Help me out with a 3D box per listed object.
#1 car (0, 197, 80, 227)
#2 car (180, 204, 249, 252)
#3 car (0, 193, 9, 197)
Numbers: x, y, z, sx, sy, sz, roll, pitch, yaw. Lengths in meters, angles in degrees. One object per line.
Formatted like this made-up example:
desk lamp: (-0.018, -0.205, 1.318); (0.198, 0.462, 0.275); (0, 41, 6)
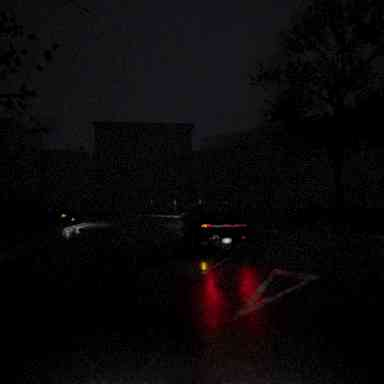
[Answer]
car: (-9.277, 1.161, 18.926); (5.357, 1.411, 2.033); (0, 1, 7)
car: (0.686, 1.206, 12.525); (2.128, 1.511, 4.902); (0, 1, -9)
car: (-15.286, 0.873, 26.029); (2.185, 1.767, 4.553); (-1, 1, -9)
